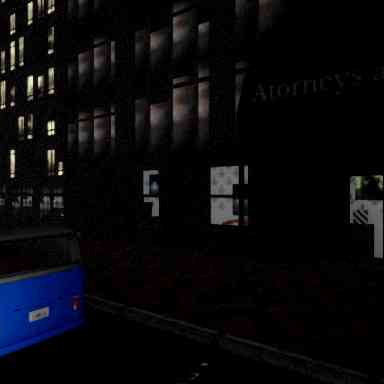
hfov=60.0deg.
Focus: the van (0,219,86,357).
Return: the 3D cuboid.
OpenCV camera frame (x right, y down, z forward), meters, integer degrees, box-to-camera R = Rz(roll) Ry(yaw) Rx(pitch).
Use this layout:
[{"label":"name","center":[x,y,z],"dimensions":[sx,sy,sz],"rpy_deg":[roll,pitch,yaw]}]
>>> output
[{"label":"van","center":[-3.474,1.341,5.370],"dimensions":[3.998,1.788,1.690],"rpy_deg":[0,0,36]}]
